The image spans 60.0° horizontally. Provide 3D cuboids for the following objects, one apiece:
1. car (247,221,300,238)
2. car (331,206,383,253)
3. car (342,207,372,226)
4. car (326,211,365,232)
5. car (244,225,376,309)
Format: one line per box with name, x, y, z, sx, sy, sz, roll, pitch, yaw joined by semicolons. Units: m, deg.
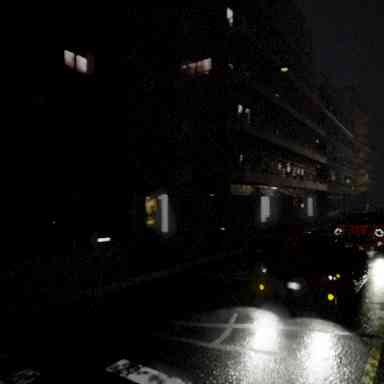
car;3.729;1.948;14.065;1.887;1.381;4.507;-2;-2;34
car;8.099;1.738;15.655;2.097;1.767;4.553;-2;-2;34
car;15.345;2.222;30.825;1.967;1.590;4.097;-2;-2;34
car;12.139;2.226;26.132;2.008;1.369;4.403;-2;-2;34
car;3.232;1.788;8.526;1.994;1.385;4.181;-2;-2;35
